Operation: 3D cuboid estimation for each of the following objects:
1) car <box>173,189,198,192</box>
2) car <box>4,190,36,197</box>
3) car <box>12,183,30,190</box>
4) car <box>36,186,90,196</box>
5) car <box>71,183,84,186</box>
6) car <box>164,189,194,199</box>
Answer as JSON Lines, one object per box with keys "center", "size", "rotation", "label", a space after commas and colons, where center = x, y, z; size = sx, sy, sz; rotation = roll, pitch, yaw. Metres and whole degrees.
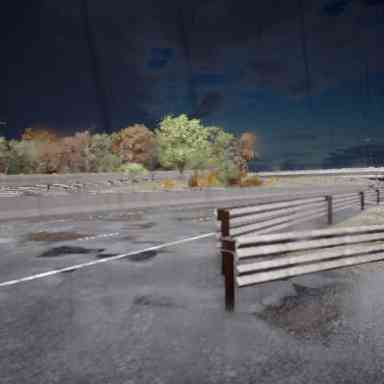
{"center": [-0.471, 0.413, 45.112], "size": [1.837, 1.490, 4.892], "rotation": [0, 1, 35], "label": "car"}
{"center": [-17.081, 0.826, 33.572], "size": [1.837, 1.490, 4.892], "rotation": [0, 1, 35], "label": "car"}
{"center": [-28.156, -0.478, 53.925], "size": [2.097, 1.767, 4.553], "rotation": [-1, 3, 14], "label": "car"}
{"center": [-11.067, 0.652, 29.959], "size": [2.097, 1.767, 4.553], "rotation": [0, 1, 35], "label": "car"}
{"center": [-24.318, -1.171, 68.464], "size": [1.895, 1.301, 4.718], "rotation": [-1, 3, 15], "label": "car"}
{"center": [-2.083, 0.317, 54.921], "size": [2.033, 1.411, 5.357], "rotation": [0, 1, 35], "label": "car"}
